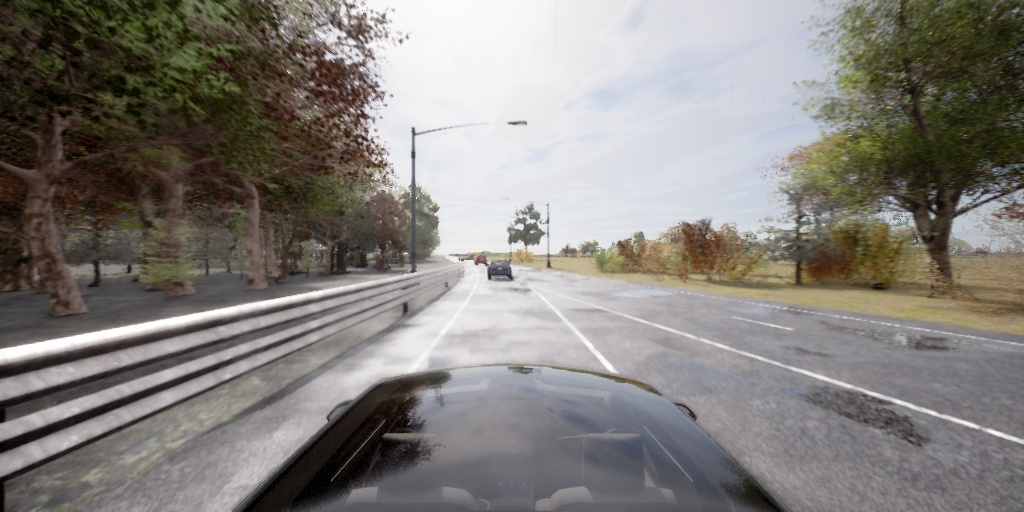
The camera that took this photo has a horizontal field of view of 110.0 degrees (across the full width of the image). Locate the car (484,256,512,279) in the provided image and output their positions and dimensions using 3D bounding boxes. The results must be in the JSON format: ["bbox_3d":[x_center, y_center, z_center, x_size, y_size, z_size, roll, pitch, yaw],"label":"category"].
[{"bbox_3d":[-1.193,1.077,32.453,2.097,1.767,4.553,0,0,-5],"label":"car"}]
